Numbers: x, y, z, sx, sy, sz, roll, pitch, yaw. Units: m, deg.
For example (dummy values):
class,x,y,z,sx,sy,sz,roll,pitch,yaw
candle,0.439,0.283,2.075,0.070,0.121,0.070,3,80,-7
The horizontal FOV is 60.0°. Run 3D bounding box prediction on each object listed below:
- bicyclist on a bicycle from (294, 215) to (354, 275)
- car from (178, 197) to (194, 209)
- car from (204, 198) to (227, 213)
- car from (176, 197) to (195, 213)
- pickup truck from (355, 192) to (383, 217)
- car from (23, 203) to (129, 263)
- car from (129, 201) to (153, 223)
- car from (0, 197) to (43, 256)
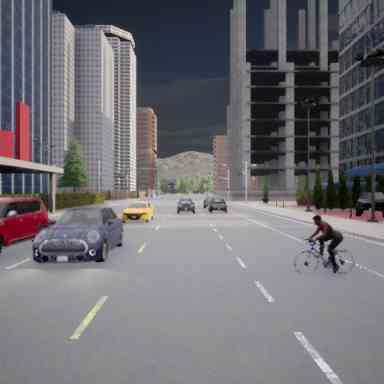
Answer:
class,x,y,z,sx,sy,sz,roll,pitch,yaw
bicyclist on a bicycle,3.559,1.453,8.984,1.656,1.620,0.582,-1,0,-1
car,-0.859,1.491,46.024,2.128,1.511,4.902,0,0,-1
car,2.811,1.491,37.185,2.128,1.511,4.902,0,0,-1
car,-0.634,1.526,36.085,1.812,1.442,4.674,0,0,-1
pickup truck,16.030,1.059,29.562,2.390,2.098,6.274,0,0,29
car,-3.814,1.351,11.924,2.097,1.767,4.553,0,0,-1
car,-4.097,1.478,25.663,1.882,1.535,5.008,0,0,-1
car,-7.307,1.221,12.337,2.150,2.045,5.566,0,0,0
